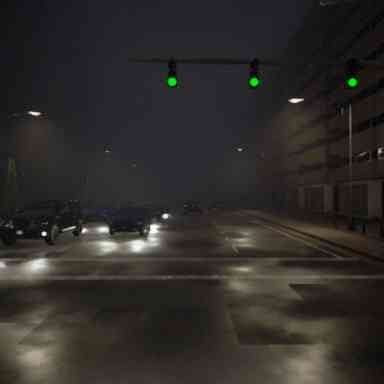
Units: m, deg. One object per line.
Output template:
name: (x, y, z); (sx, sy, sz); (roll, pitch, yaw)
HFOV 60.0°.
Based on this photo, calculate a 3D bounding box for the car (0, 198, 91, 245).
car: (-7.083, 1.331, 16.431); (2.150, 2.045, 5.566); (0, 0, 0)

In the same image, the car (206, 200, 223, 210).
car: (3.519, 1.946, 49.726); (1.994, 1.385, 4.181); (0, 0, 0)

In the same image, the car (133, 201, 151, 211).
car: (-7.016, 1.959, 47.037); (1.895, 1.301, 4.718); (0, 0, 1)

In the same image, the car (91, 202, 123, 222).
car: (-7.081, 1.668, 26.433); (1.882, 1.535, 5.008); (0, 0, 0)

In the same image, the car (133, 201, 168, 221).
car: (-3.575, 1.707, 29.445); (2.128, 1.511, 4.902); (0, 0, 0)

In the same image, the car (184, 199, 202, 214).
car: (0.114, 1.646, 39.070); (2.097, 1.767, 4.553); (0, 0, 0)

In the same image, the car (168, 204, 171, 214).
car: (-3.562, 1.861, 39.460); (1.994, 1.385, 4.181); (0, 0, 0)

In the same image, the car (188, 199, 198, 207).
car: (0.113, 2.002, 61.369); (1.812, 1.442, 4.674); (0, -1, 0)

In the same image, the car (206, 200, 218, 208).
car: (3.523, 2.063, 59.670); (1.895, 1.301, 4.718); (0, 0, 0)

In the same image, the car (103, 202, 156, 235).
car: (-3.580, 1.616, 19.958); (1.882, 1.535, 5.008); (0, 0, 0)
